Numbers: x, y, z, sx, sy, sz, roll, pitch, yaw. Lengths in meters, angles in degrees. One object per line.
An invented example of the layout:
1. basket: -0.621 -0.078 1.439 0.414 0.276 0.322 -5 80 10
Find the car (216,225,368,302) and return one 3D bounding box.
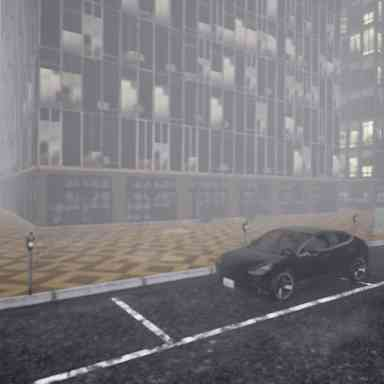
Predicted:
1. car: 2.589 1.535 8.172 4.313 1.339 1.947 0 1 -34
